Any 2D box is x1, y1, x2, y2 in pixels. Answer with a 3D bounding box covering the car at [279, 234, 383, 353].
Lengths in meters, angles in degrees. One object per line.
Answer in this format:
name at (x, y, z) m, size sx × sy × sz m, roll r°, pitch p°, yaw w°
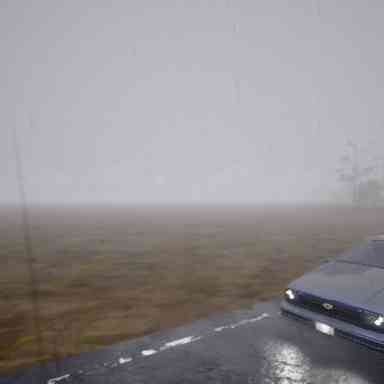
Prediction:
car at (4.047, 1.546, 6.267) m, size 5.357 × 1.411 × 2.033 m, roll 0°, pitch 0°, yaw -36°
